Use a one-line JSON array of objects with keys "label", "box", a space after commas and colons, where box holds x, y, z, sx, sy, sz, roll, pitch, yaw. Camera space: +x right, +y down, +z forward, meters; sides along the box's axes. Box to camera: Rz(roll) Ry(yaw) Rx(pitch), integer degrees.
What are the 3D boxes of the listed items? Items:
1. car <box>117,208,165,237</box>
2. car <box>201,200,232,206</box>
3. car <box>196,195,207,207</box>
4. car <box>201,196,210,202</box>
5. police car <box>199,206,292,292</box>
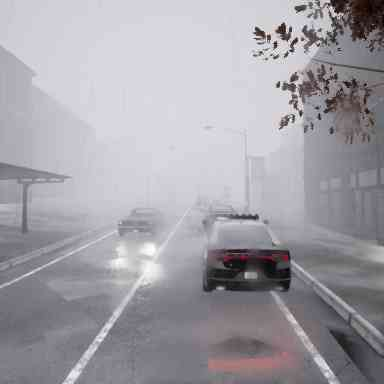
[{"label": "car", "box": [-2.638, 1.542, 17.985, 1.895, 1.301, 4.718, 0, 0, 2]}, {"label": "car", "box": [1.586, 1.438, 18.966, 1.837, 1.490, 4.892, 0, 0, 2]}, {"label": "car", "box": [1.529, 1.394, 45.867, 1.895, 1.301, 4.718, 0, 0, 2]}, {"label": "car", "box": [1.803, 1.349, 25.158, 1.801, 1.575, 5.366, 0, 0, 2]}, {"label": "police car", "box": [1.236, 1.412, 9.072, 1.930, 1.638, 5.238, 0, 0, 2]}]
